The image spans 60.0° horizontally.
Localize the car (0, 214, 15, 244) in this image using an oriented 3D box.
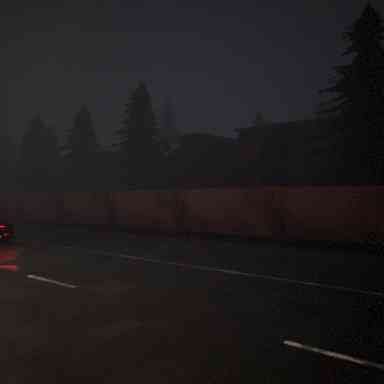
[{"bbox_3d":[-10.190,1.660,15.574,4.892,1.490,1.837,0,0,36],"label":"car"}]
